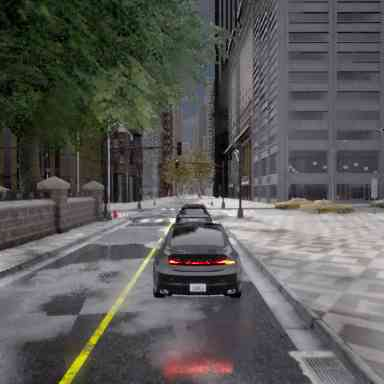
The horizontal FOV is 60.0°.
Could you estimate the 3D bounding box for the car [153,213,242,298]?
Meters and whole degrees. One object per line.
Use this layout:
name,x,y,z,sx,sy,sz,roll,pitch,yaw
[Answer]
car,0.113,1.508,8.521,1.837,1.490,4.892,0,0,0

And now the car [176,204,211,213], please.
car,0.098,1.441,18.651,2.033,1.649,4.856,0,0,1

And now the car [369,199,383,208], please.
car,23.445,1.145,39.043,4.829,1.417,1.752,-1,1,0

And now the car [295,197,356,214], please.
car,12.407,1.342,30.579,4.829,1.417,1.752,-1,1,0

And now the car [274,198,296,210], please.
car,12.104,1.330,39.106,4.829,1.417,1.752,-1,1,0
